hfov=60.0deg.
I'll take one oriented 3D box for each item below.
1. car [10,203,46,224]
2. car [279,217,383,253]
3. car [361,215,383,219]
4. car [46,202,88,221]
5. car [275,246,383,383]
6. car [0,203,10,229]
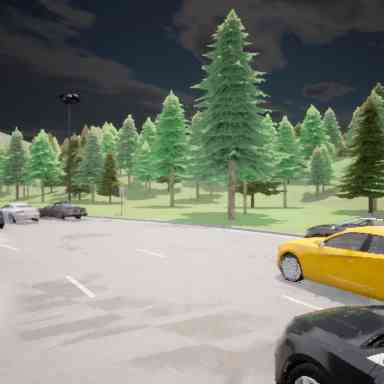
[{"bbox_3d":[-13.253,1.524,24.994,4.674,1.442,1.812,0,0,37],"label":"car"},{"bbox_3d":[3.992,1.478,7.203,1.882,1.535,5.008,0,0,-28],"label":"car"},{"bbox_3d":[5.929,1.491,10.777,2.128,1.511,4.902,0,0,-31],"label":"car"},{"bbox_3d":[-10.912,1.546,27.655,5.357,1.411,2.033,0,0,37],"label":"car"},{"bbox_3d":[2.444,1.505,1.862,1.837,1.490,4.892,1,0,-22],"label":"car"},{"bbox_3d":[-13.505,1.350,20.635,4.553,1.767,2.097,0,0,39],"label":"car"}]
